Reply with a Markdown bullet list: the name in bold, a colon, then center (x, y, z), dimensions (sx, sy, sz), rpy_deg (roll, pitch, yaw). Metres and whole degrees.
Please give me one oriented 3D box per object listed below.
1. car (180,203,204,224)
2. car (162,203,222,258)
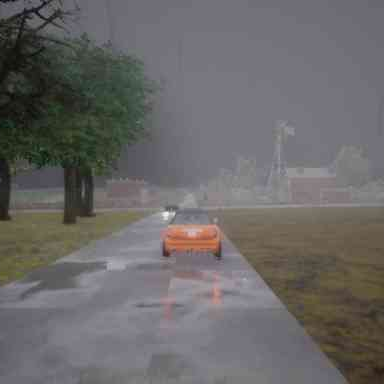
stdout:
- **car**: center (0.012, 1.783, 28.515), dimensions (1.837, 1.490, 4.892), rpy_deg (0, 0, 0)
- **car**: center (0.017, 1.476, 13.410), dimensions (2.097, 1.767, 4.553), rpy_deg (0, -1, 0)
